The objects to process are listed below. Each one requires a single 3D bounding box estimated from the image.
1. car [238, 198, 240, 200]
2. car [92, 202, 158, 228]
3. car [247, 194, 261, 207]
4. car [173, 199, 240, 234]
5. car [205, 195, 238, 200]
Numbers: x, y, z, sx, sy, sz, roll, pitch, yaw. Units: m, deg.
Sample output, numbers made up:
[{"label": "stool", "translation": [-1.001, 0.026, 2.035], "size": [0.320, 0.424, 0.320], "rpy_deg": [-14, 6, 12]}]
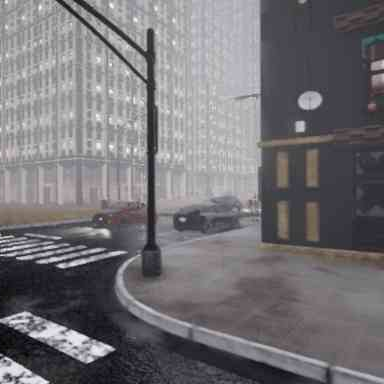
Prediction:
[{"label": "car", "translation": [3.632, 1.036, 35.677], "size": [1.947, 1.339, 4.313], "rpy_deg": [1, 1, 35]}, {"label": "car", "translation": [-4.007, 1.308, 20.363], "size": [1.994, 1.385, 4.181], "rpy_deg": [0, 1, 35]}, {"label": "car", "translation": [7.876, 0.872, 37.202], "size": [1.882, 1.535, 5.008], "rpy_deg": [0, 1, 35]}, {"label": "car", "translation": [0.756, 1.281, 17.051], "size": [1.947, 1.339, 4.313], "rpy_deg": [1, 1, 35]}, {"label": "car", "translation": [1.813, 1.174, 28.621], "size": [1.895, 1.301, 4.718], "rpy_deg": [0, 1, 35]}]
